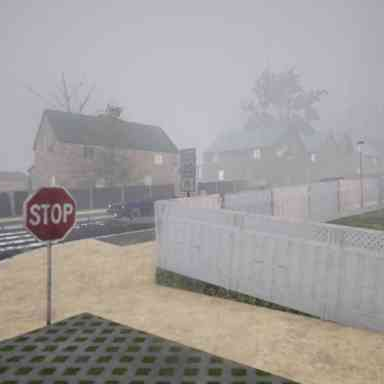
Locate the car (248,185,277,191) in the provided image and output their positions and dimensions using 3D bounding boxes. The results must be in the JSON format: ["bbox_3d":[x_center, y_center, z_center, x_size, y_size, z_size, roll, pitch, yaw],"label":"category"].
[{"bbox_3d":[5.036,0.185,24.502,4.718,1.301,1.895,-4,3,-40],"label":"car"}]

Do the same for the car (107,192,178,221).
[{"bbox_3d":[-2.230,0.717,18.339,4.718,1.301,1.895,-4,3,-40],"label":"car"}]

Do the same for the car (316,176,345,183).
[{"bbox_3d":[12.898,-0.641,31.161,4.553,1.767,2.097,-4,3,-42],"label":"car"}]
